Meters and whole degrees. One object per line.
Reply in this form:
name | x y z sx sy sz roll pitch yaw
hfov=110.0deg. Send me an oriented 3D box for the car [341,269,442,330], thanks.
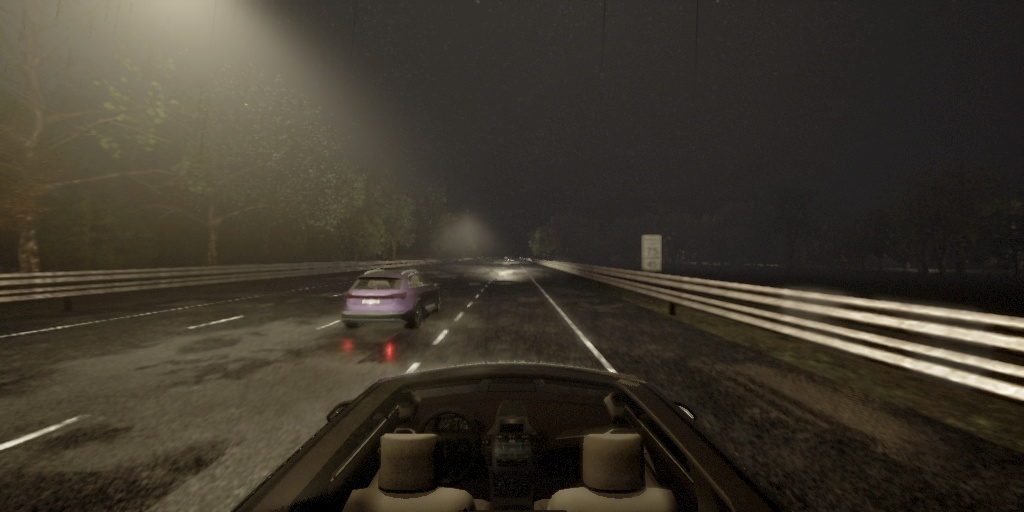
car | -3.488 1.210 11.143 2.033 1.649 4.856 0 0 0
